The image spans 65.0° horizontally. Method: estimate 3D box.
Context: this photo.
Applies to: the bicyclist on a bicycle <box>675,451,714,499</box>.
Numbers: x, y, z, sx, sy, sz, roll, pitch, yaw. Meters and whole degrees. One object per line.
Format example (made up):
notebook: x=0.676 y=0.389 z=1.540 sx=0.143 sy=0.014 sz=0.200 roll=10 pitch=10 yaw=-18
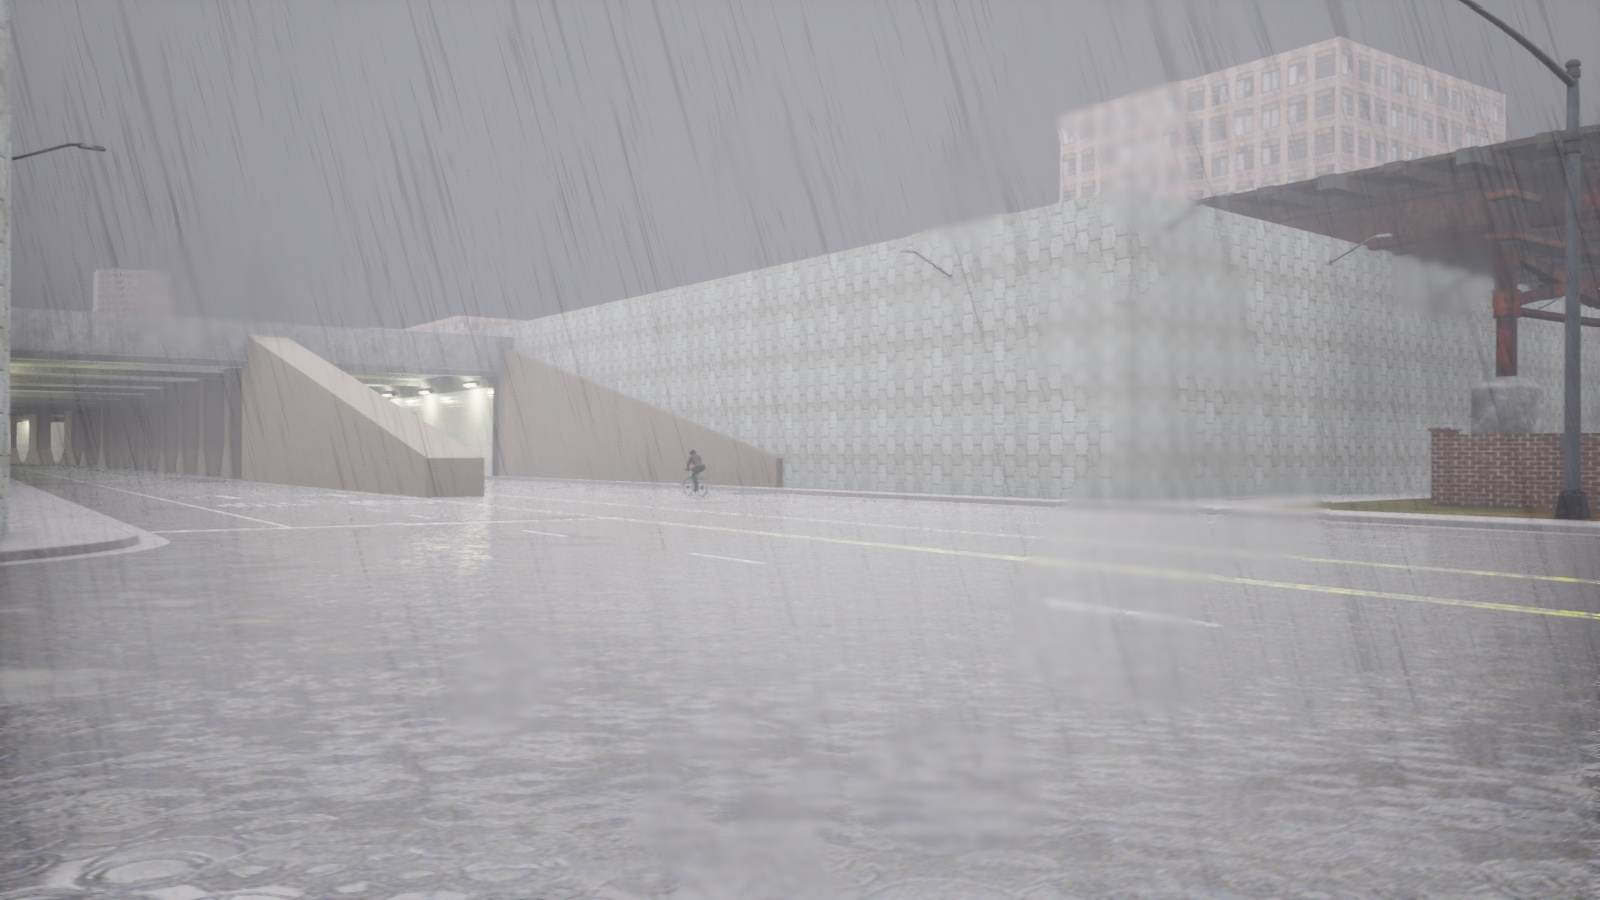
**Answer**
bicyclist on a bicycle: x=-3.657 y=0.843 z=43.310 sx=0.582 sy=1.620 sz=1.656 roll=0 pitch=0 yaw=-34
